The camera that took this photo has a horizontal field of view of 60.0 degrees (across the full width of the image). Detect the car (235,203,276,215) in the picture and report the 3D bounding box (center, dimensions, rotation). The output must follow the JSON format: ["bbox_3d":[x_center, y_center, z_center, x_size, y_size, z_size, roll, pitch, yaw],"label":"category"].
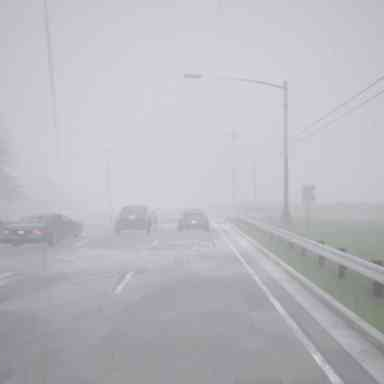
[{"bbox_3d":[7.515,2.006,39.834,1.895,1.301,4.718,1,-1,-43],"label":"car"}]

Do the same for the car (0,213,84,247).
[{"bbox_3d":[-6.904,1.712,15.963,2.033,1.411,5.357,0,-1,0],"label":"car"}]

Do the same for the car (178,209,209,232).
[{"bbox_3d":[0.096,1.789,21.981,1.994,1.385,4.181,0,-1,0],"label":"car"}]

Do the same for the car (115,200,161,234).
[{"bbox_3d":[-3.405,1.568,21.064,2.097,1.767,4.553,0,-1,0],"label":"car"}]
